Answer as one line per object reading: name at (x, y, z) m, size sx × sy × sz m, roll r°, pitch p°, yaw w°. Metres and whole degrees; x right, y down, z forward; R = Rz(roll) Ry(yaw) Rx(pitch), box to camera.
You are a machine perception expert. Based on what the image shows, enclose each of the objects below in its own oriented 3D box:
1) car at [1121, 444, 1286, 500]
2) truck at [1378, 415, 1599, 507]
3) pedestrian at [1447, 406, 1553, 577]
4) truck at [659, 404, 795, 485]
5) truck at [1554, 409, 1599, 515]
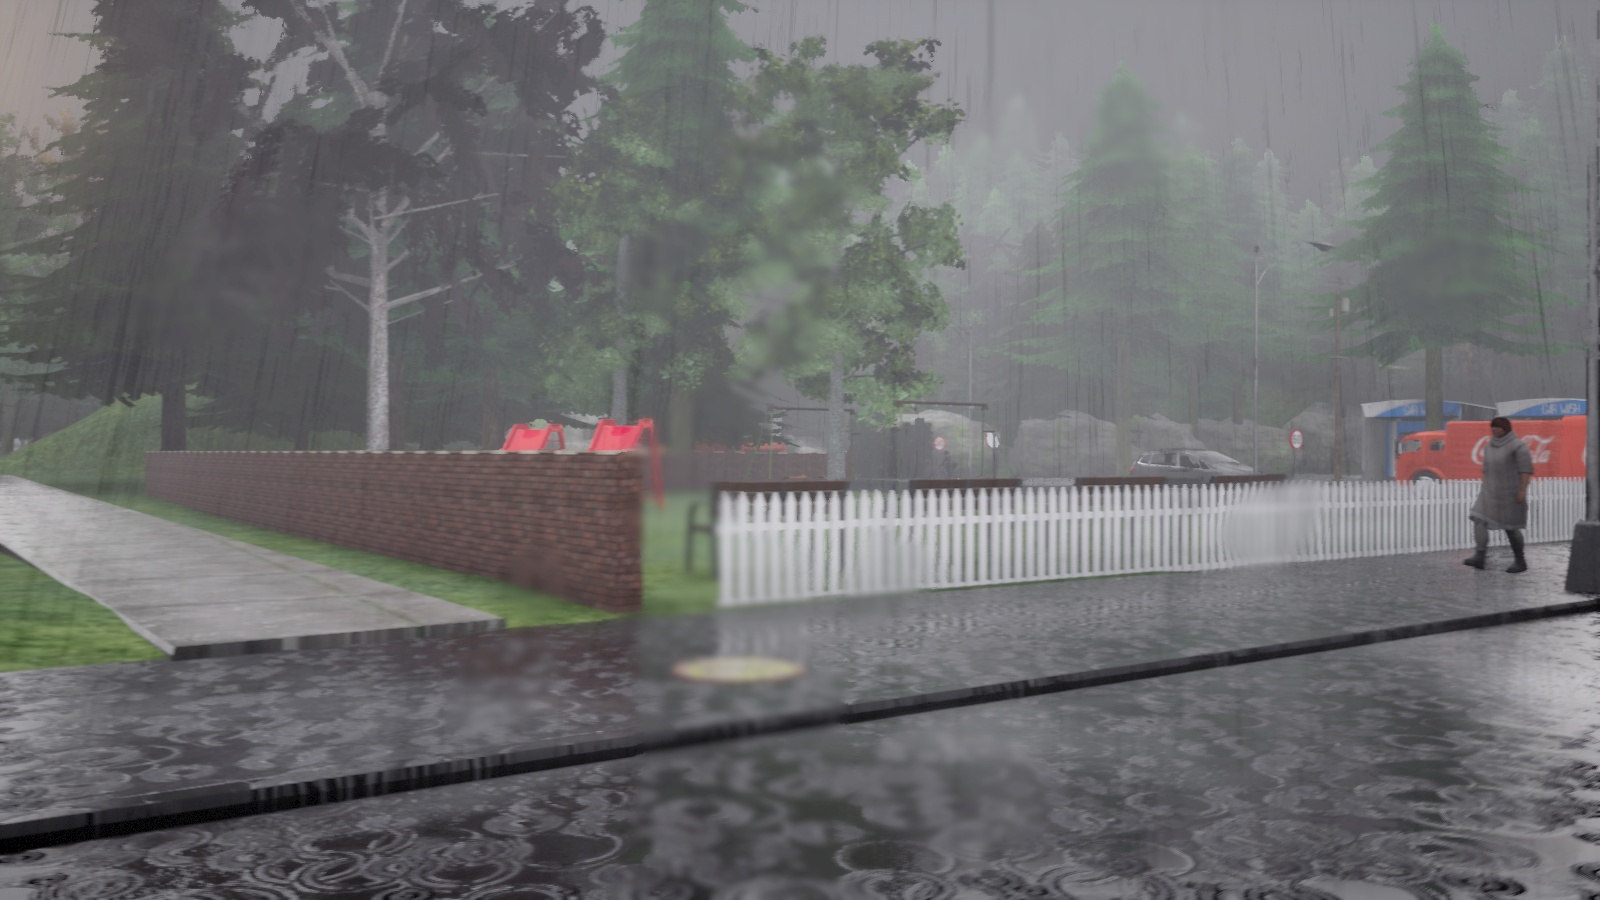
car at (12.830, 0.661, 40.219) m, size 2.242 × 1.667 × 4.611 m, roll 0°, pitch 0°, yaw -35°
truck at (20.132, 0.306, 36.772) m, size 2.627 × 2.467 × 5.204 m, roll 0°, pitch 0°, yaw -35°
pedestrian at (8.204, 0.473, 14.730) m, size 0.873 × 1.952 × 0.659 m, roll 0°, pitch 0°, yaw -16°
truck at (-3.884, -0.255, 64.136) m, size 2.891 × 3.827 × 8.468 m, roll 0°, pitch 0°, yaw -35°
truck at (20.699, 0.285, 28.800) m, size 2.627 × 2.467 × 5.204 m, roll 0°, pitch 0°, yaw -32°
